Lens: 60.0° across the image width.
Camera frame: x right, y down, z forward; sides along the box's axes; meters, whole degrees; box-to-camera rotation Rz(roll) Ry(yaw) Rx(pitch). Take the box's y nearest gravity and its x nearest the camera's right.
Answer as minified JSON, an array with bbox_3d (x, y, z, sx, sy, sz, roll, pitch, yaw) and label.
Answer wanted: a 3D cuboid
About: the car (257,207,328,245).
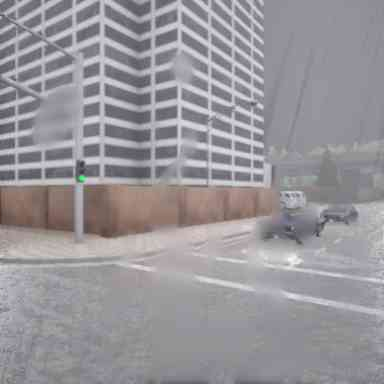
[{"bbox_3d":[4.836,1.597,15.923,1.895,1.301,4.718,0,0,35],"label":"car"}]

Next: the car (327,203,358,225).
[{"bbox_3d":[10.874,1.543,24.465,2.033,1.411,5.357,0,0,35],"label":"car"}]
